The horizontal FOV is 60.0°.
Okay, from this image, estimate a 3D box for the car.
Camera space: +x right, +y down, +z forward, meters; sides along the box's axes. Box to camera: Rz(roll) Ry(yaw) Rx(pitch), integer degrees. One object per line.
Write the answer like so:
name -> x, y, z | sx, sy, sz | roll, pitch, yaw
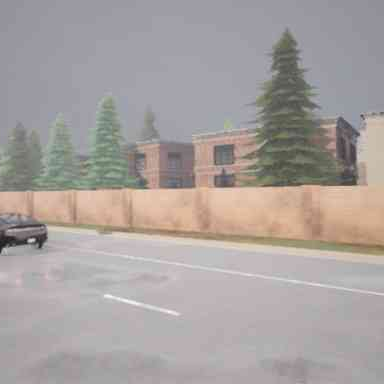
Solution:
car -> -7.980, 1.627, 13.871 | 4.902, 1.511, 2.128 | -1, 0, 36
